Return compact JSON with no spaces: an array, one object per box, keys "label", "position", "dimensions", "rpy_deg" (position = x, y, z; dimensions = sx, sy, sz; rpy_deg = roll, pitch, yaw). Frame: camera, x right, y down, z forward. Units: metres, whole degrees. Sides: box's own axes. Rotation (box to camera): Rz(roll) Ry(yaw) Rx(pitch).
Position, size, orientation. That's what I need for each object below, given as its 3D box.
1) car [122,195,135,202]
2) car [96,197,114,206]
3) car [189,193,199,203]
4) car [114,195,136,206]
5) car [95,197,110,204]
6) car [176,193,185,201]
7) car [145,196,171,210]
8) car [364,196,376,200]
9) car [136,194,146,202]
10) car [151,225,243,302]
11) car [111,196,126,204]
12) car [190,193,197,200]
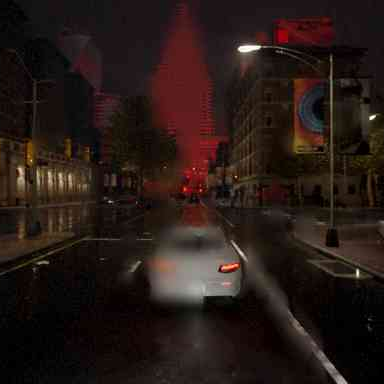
[{"label":"car","position":[-14.633,1.478,76.772],"dimensions":[1.882,1.535,5.008],"rpy_deg":[0,0,0]},{"label":"car","position":[-14.812,1.547,56.819],"dimensions":[2.033,1.411,5.357],"rpy_deg":[0,0,0]},{"label":"car","position":[0.413,1.352,66.352],"dimensions":[2.097,1.767,4.553],"rpy_deg":[0,0,0]},{"label":"car","position":[-11.313,1.478,56.753],"dimensions":[1.882,1.535,5.008],"rpy_deg":[0,0,0]},{"label":"car","position":[-17.930,1.595,66.904],"dimensions":[1.895,1.301,4.718],"rpy_deg":[0,0,0]},{"label":"car","position":[-3.085,1.218,86.476],"dimensions":[2.150,2.045,5.566],"rpy_deg":[0,0,0]},{"label":"car","position":[-4.230,1.564,42.455],"dimensions":[1.994,1.385,4.181],"rpy_deg":[0,0,22]},{"label":"car","position":[34.771,1.481,68.044],"dimensions":[2.231,1.521,4.892],"rpy_deg":[0,0,0]},{"label":"car","position":[-11.201,1.547,66.567],"dimensions":[2.033,1.411,5.357],"rpy_deg":[0,0,1]},{"label":"car","position":[0.115,1.526,8.149],"dimensions":[1.812,1.442,4.674],"rpy_deg":[0,0,1]},{"label":"car","position":[-14.699,1.505,66.358],"dimensions":[1.837,1.490,4.892],"rpy_deg":[0,0,1]},{"label":"car","position":[0.455,1.225,94.657],"dimensions":[2.150,2.045,5.566],"rpy_deg":[0,0,0]}]
